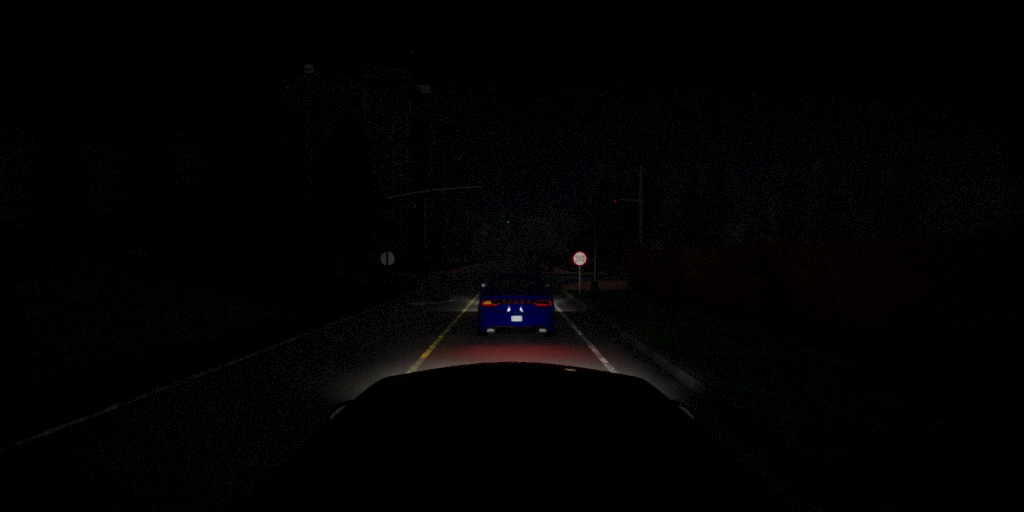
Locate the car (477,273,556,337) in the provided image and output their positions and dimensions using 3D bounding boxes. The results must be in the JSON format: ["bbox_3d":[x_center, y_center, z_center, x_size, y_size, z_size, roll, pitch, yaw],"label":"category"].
[{"bbox_3d":[0.101,1.228,10.379,1.882,1.535,5.008,0,0,0],"label":"car"}]
